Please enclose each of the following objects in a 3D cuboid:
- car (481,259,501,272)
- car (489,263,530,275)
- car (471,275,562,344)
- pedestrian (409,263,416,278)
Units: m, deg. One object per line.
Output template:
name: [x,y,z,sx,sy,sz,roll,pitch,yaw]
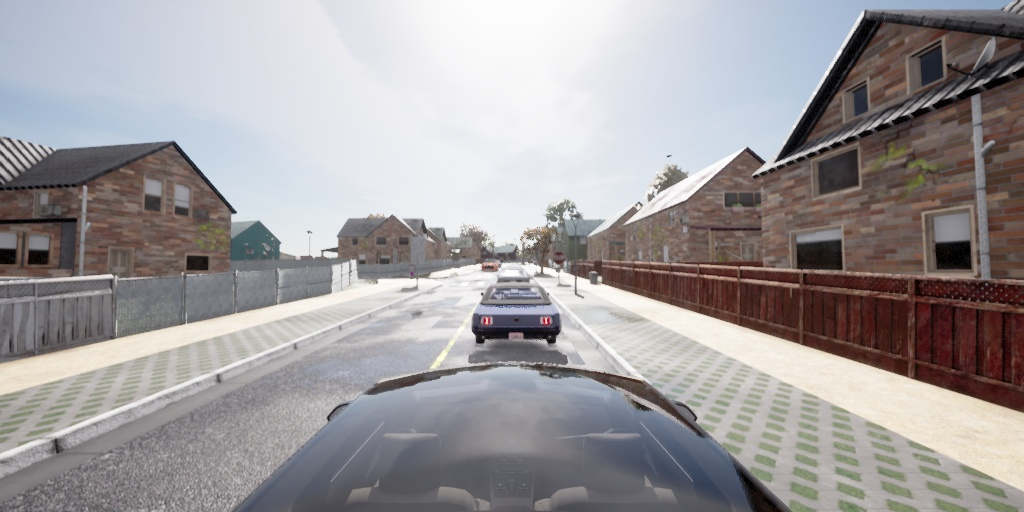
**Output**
car: [-2.950,1.200,48.310,2.097,1.767,4.553,0,0,0]
car: [0.055,1.314,19.795,2.033,1.411,5.357,0,0,0]
car: [0.083,1.354,9.542,1.895,1.301,4.718,0,0,0]
pedestrian: [-9.993,1.231,35.906,0.375,1.860,0.375,0,-2,5]
